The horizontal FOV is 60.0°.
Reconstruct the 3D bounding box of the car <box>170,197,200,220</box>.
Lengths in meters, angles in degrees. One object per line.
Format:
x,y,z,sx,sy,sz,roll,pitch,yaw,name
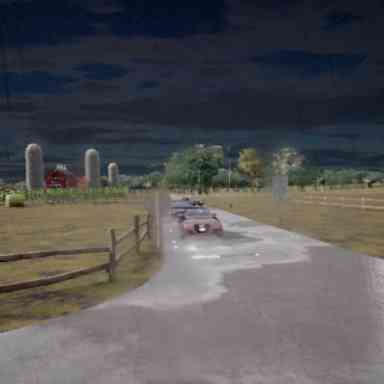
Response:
-0.895,1.470,28.351,2.033,1.411,5.357,-2,0,-6,car

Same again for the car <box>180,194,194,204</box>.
-0.857,1.226,57.262,1.882,1.535,5.008,-2,0,-6,car

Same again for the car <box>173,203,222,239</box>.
0.262,1.511,17.085,1.994,1.385,4.181,-2,0,-6,car

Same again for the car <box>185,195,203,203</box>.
0.345,1.384,45.566,1.895,1.301,4.718,-2,0,-6,car

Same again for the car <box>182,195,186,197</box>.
-2.158,1.452,41.156,1.994,1.385,4.181,-2,0,-5,car
